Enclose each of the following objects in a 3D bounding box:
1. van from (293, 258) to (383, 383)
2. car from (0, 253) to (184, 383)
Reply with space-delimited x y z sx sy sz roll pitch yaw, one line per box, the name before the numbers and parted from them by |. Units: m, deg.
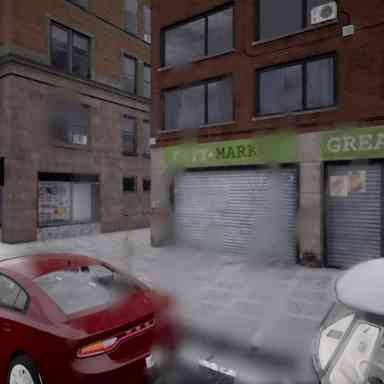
van | 2.411 1.341 1.357 3.998 1.788 1.690 0 0 35
car | -2.198 1.544 4.644 4.507 1.381 1.887 0 0 35
